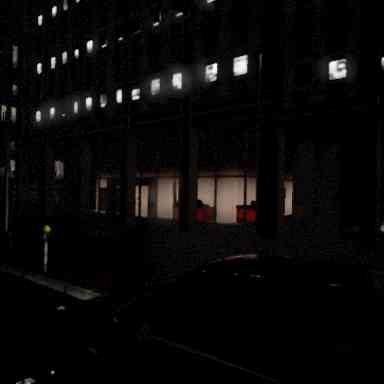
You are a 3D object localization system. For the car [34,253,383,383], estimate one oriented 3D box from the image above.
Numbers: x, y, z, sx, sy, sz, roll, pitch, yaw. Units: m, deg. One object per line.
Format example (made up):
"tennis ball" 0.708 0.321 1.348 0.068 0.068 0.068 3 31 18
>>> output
"car" 0.526 1.377 2.994 4.553 1.767 2.097 1 0 39
